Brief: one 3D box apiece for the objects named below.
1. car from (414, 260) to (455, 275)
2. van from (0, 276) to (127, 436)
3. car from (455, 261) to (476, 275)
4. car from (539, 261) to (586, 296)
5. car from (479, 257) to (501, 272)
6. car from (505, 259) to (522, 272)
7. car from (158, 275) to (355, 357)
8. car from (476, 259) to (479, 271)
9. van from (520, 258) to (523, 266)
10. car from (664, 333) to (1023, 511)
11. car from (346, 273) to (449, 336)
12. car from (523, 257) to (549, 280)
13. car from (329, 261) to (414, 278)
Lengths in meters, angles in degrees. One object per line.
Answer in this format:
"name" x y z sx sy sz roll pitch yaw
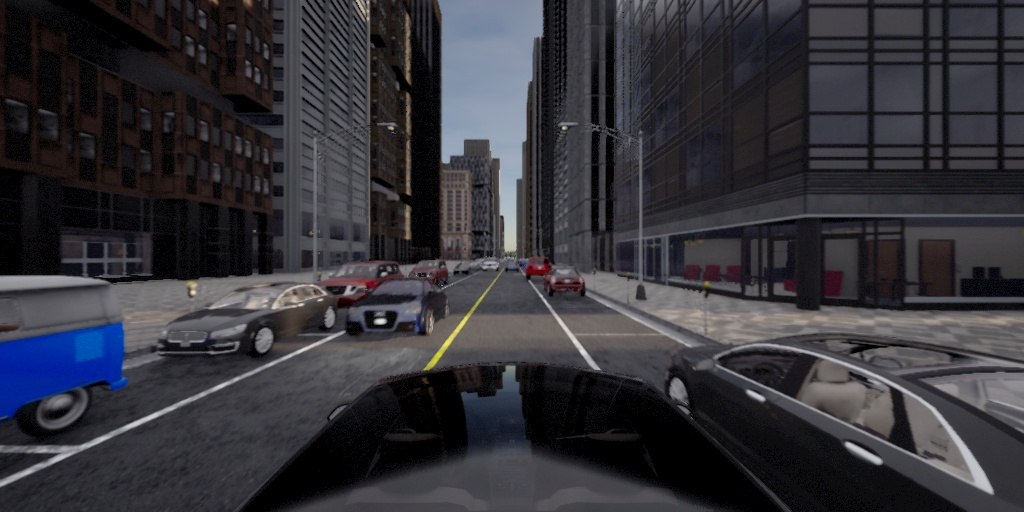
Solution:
"car" -5.758 1.178 25.429 2.192 1.841 5.009 0 0 0
"van" -5.762 1.096 2.867 1.690 1.789 3.998 0 0 0
"car" -5.754 1.511 42.351 1.948 1.339 4.313 0 0 0
"car" 2.766 1.275 19.791 1.967 1.591 4.097 0 0 0
"car" -3.059 1.213 51.848 2.150 2.045 5.566 0 0 0
"car" 0.020 1.558 52.229 1.994 1.385 4.181 0 0 0
"car" -5.761 1.332 8.507 2.007 1.370 4.403 0 0 0
"car" -5.752 1.551 53.632 2.007 1.370 4.403 0 0 0
"van" 2.776 1.396 64.916 1.690 1.789 3.998 0 0 0
"car" 2.763 1.306 2.871 2.007 1.370 4.403 0 0 0
"car" -3.097 1.354 10.427 1.994 1.385 4.181 0 0 0
"car" 2.400 1.130 33.493 2.150 2.045 5.566 0 0 0
"car" -5.760 1.123 14.147 2.192 1.841 5.009 0 0 0
